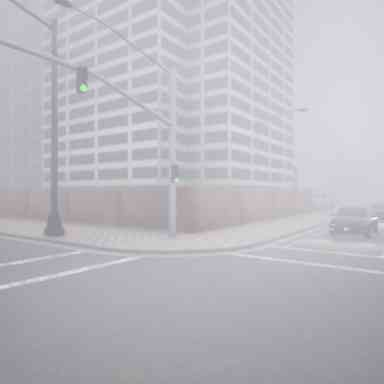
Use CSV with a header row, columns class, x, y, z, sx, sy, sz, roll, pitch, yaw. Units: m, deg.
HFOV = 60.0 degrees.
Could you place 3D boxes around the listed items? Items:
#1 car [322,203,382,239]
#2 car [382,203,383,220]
class,x,y,z,sx,sy,sz,roll,pitch,yaw
car,8.619,1.508,17.629,1.837,1.490,4.892,0,0,35
car,14.354,1.567,25.744,1.994,1.385,4.181,0,0,35
